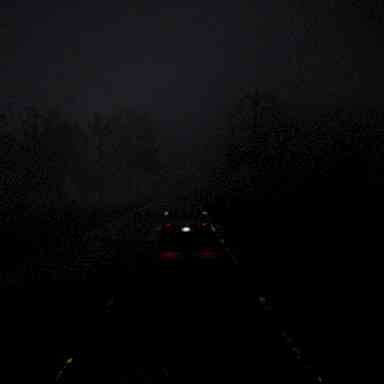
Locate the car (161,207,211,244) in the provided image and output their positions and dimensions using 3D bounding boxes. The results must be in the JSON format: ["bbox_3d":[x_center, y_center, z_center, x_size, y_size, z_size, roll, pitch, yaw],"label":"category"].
[{"bbox_3d":[-0.267,1.358,14.546,1.994,1.385,4.181,0,1,-1],"label":"car"}]
